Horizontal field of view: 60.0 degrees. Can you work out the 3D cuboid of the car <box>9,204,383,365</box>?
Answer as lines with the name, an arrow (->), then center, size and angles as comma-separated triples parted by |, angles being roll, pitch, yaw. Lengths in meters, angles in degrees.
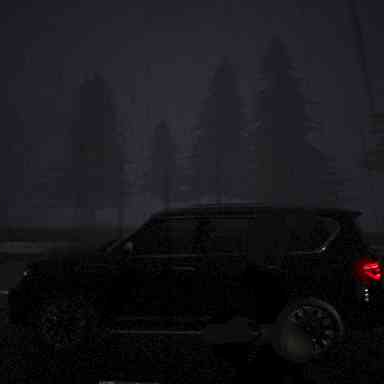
car -> 0.066, 1.230, 5.465 | 5.566, 2.045, 2.150 | 0, 0, 4
